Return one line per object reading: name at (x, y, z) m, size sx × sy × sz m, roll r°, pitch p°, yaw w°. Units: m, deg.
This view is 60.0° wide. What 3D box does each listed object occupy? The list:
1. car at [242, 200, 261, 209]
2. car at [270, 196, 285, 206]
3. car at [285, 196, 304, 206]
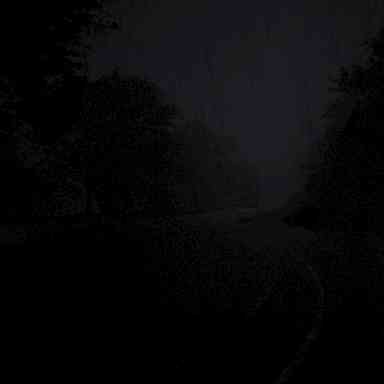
car at (8.929, 1.851, 49.786) m, size 1.994 × 1.385 × 4.181 m, roll -1°, pitch -1°, yaw 29°
car at (16.523, 1.640, 63.611) m, size 2.097 × 1.767 × 4.553 m, roll -1°, pitch -1°, yaw 29°
car at (19.168, 1.582, 61.004) m, size 2.097 × 1.767 × 4.553 m, roll -1°, pitch 0°, yaw 29°
